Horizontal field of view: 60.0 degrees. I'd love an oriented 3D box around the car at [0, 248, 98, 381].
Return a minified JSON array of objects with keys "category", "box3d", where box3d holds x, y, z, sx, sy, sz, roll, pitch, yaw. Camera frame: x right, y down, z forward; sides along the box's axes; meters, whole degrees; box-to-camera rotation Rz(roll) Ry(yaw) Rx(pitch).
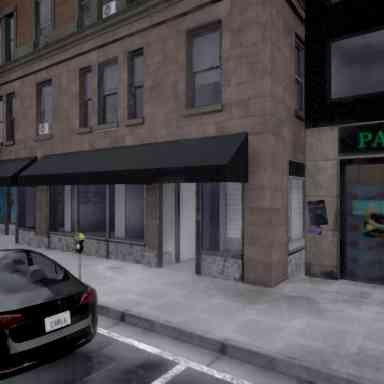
[{"category":"car","box3d":[-3.278,1.566,5.151,4.313,1.339,1.947,0,0,36]}]
